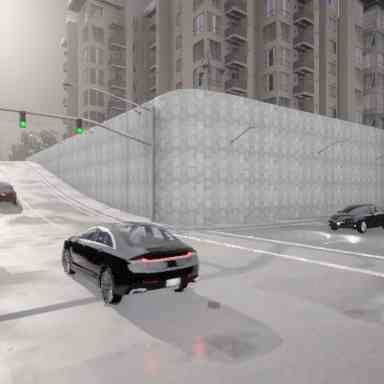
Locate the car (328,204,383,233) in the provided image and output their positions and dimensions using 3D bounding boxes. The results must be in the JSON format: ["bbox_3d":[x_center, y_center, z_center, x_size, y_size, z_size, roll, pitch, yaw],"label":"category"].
[{"bbox_3d":[10.066,1.505,19.780,4.892,1.490,1.837,0,0,-36],"label":"car"}]

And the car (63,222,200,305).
[{"bbox_3d":[-1.769,1.493,8.271,2.128,1.511,4.902,0,0,-36],"label":"car"}]

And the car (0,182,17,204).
[{"bbox_3d":[-16.801,-0.095,29.181,2.097,1.767,4.553,0,9,-36],"label":"car"}]
